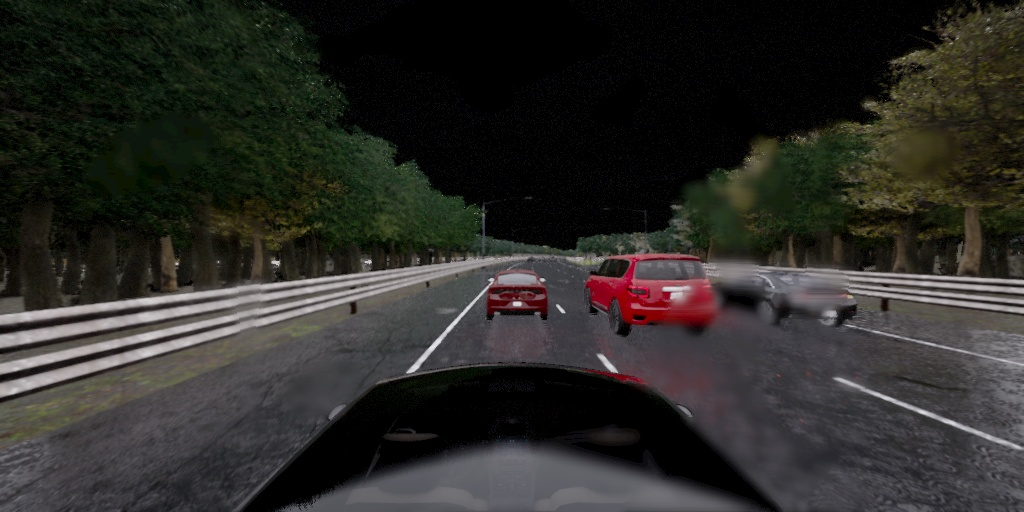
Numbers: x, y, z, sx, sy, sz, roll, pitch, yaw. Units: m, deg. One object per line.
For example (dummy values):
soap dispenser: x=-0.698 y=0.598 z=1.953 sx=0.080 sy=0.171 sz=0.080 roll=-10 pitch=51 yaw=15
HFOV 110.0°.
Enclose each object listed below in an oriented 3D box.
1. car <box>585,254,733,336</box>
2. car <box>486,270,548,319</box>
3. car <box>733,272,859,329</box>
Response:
car: x=3.653 y=0.967 z=10.529 sx=2.150 sy=2.045 sz=5.566 roll=0 pitch=0 yaw=0
car: x=0.180 y=1.220 z=12.734 sx=1.882 sy=1.535 sz=5.008 roll=0 pitch=0 yaw=1
car: x=8.139 y=1.239 z=11.347 sx=2.128 sy=1.511 sz=4.902 roll=0 pitch=0 yaw=5
